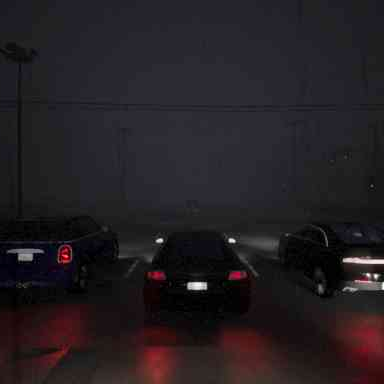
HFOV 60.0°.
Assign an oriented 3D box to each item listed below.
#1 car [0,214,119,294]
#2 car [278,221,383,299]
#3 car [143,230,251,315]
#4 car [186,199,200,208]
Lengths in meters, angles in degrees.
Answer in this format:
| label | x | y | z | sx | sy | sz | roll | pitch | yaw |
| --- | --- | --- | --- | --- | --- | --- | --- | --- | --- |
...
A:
| label | x | y | z | sx | sy | sz | roll | pitch | yaw |
| --- | --- | --- | --- | --- | --- | --- | --- | --- | --- |
| car | -3.407 | 1.352 | 8.939 | 2.097 | 1.767 | 4.553 | 0 | 0 | 0 |
| car | 3.594 | 1.491 | 8.458 | 2.128 | 1.511 | 4.902 | 0 | 0 | 0 |
| car | 0.091 | 1.564 | 7.646 | 1.994 | 1.385 | 4.181 | 0 | 0 | 0 |
| car | 0.074 | 1.600 | 46.420 | 1.895 | 1.301 | 4.718 | 0 | 0 | 0 |
